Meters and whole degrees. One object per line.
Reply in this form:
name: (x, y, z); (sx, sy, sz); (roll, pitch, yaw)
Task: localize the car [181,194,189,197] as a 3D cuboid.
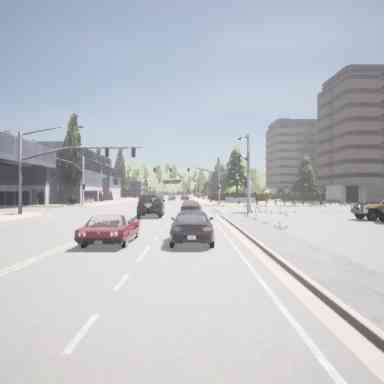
car: (-1.882, 1.319, 88.186); (2.097, 1.767, 4.553); (0, 0, -2)

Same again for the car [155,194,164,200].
car: (-9.007, 1.334, 92.839); (2.097, 1.767, 4.553); (0, 0, -2)

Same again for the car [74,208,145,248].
car: (-3.500, 1.614, 14.680); (1.895, 1.301, 4.718); (0, 0, 0)

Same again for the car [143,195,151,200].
car: (-12.504, 1.574, 92.687); (1.895, 1.301, 4.718); (0, 0, -2)

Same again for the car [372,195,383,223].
car: (14.289, 1.154, 21.536); (3.866, 1.878, 1.905); (0, 0, -2)

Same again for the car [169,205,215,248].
car: (0.000, 1.531, 14.650); (1.812, 1.442, 4.674); (0, 0, 0)

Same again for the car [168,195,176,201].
car: (-5.375, 1.519, 87.892); (2.033, 1.411, 5.357); (0, 0, -2)

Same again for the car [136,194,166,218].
car: (-3.626, 1.256, 29.718); (2.150, 2.045, 5.566); (0, 0, -1)

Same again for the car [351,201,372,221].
car: (14.269, 1.151, 24.431); (4.605, 1.855, 1.932); (0, 0, -2)

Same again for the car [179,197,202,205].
car: (-0.127, 1.483, 29.767); (1.882, 1.535, 5.008); (0, 0, -1)
